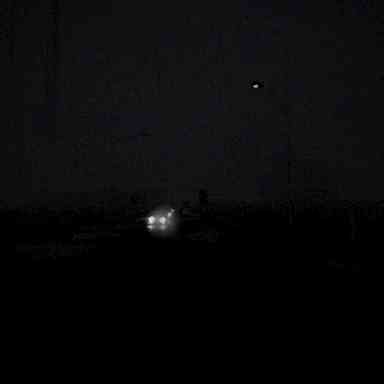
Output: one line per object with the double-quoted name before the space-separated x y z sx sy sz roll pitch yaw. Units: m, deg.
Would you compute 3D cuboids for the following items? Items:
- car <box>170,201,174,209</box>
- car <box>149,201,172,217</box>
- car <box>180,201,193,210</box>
"car" -3.873 2.094 46.828 1.837 1.490 4.892 0 -1 0
"car" -3.622 2.020 36.886 1.994 1.385 4.181 0 -1 -2
"car" -0.995 2.230 56.398 1.837 1.490 4.892 0 -1 0
